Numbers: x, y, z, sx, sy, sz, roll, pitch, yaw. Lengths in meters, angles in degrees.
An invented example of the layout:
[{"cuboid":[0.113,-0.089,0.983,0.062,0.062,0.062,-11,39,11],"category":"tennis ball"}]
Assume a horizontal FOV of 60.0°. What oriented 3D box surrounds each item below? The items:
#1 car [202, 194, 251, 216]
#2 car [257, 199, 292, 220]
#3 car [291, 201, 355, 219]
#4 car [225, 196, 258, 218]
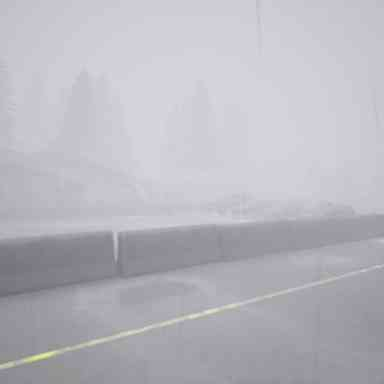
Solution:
[{"cuboid":[3.625,1.186,32.366,5.566,2.045,2.150,0,0,-35],"category":"car"},{"cuboid":[7.734,1.490,26.698,4.674,1.442,1.812,0,0,-35],"category":"car"},{"cuboid":[9.748,1.455,23.836,4.902,1.511,2.128,0,0,-35],"category":"car"},{"cuboid":[5.671,1.442,29.525,5.008,1.535,1.882,0,0,-35],"category":"car"}]
